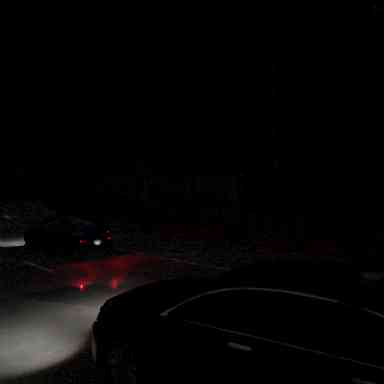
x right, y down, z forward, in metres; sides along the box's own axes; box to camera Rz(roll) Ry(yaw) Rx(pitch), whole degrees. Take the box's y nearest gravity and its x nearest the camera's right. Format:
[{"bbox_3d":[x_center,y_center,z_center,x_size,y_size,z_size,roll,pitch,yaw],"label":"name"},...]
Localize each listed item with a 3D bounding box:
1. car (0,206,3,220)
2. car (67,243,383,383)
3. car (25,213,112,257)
[{"bbox_3d":[-17.194,1.573,28.067,1.837,1.490,4.892,0,0,-34],"label":"car"},{"bbox_3d":[0.960,1.519,3.479,4.892,1.490,1.837,0,0,37],"label":"car"},{"bbox_3d":[-4.937,1.564,13.118,4.674,1.442,1.812,0,0,44],"label":"car"}]
